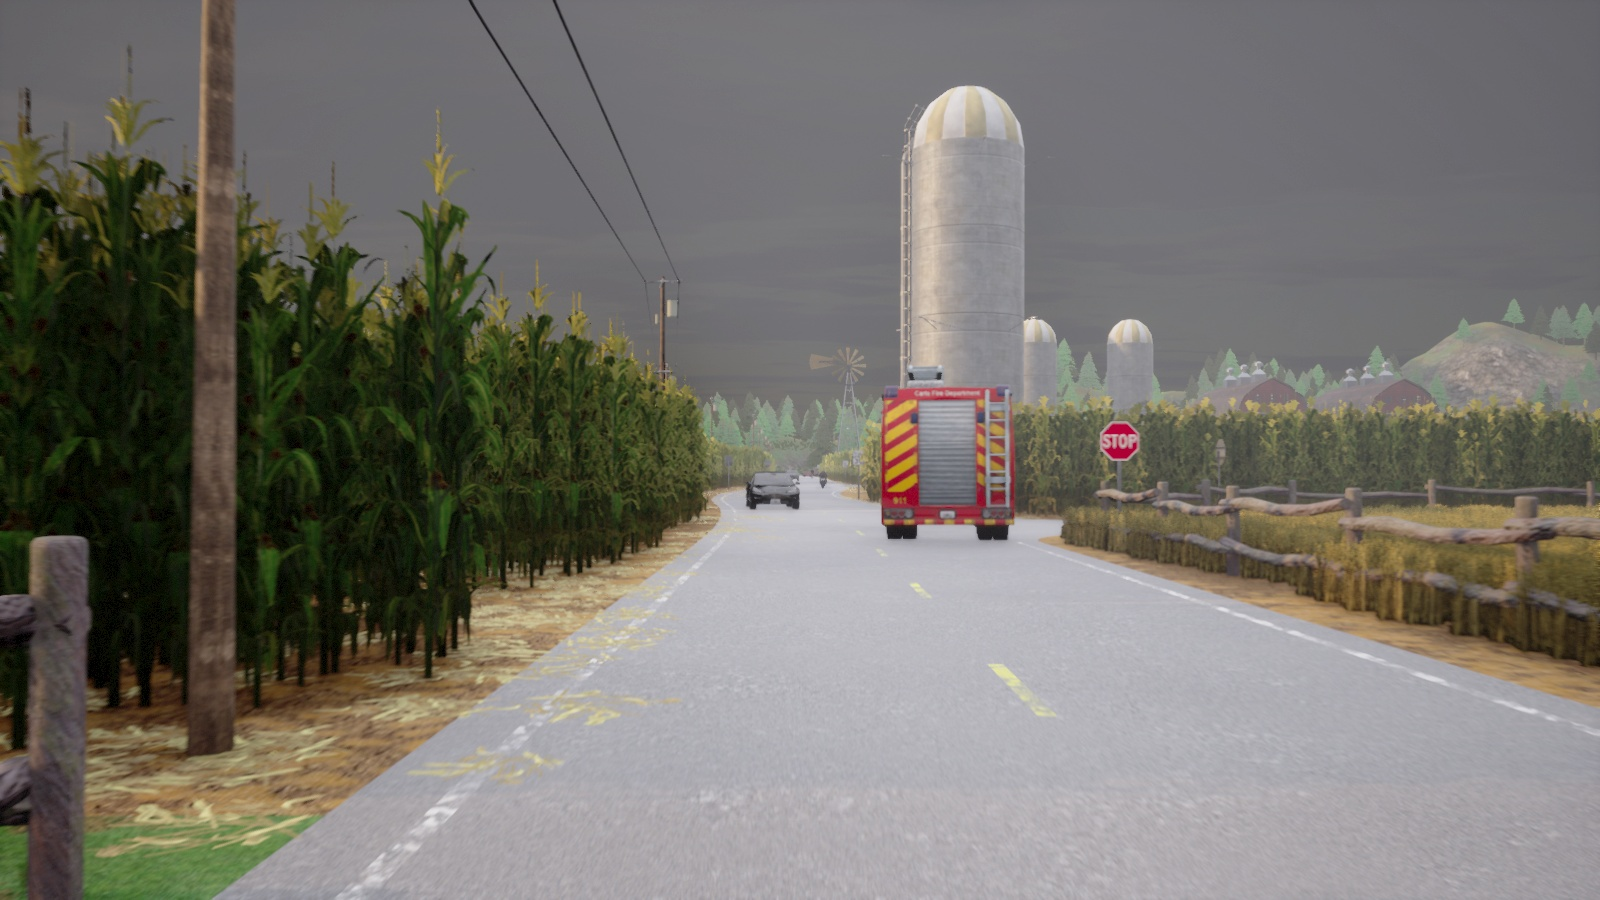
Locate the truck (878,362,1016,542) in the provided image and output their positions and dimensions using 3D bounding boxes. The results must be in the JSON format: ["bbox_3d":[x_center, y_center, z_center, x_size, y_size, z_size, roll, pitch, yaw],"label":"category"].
[{"bbox_3d":[3.630,0.110,31.203,2.891,3.827,8.468,-1,-1,6],"label":"truck"}]

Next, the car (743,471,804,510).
[{"bbox_3d":[-1.120,1.588,50.515,2.163,1.488,4.792,0,-1,-5],"label":"car"}]
